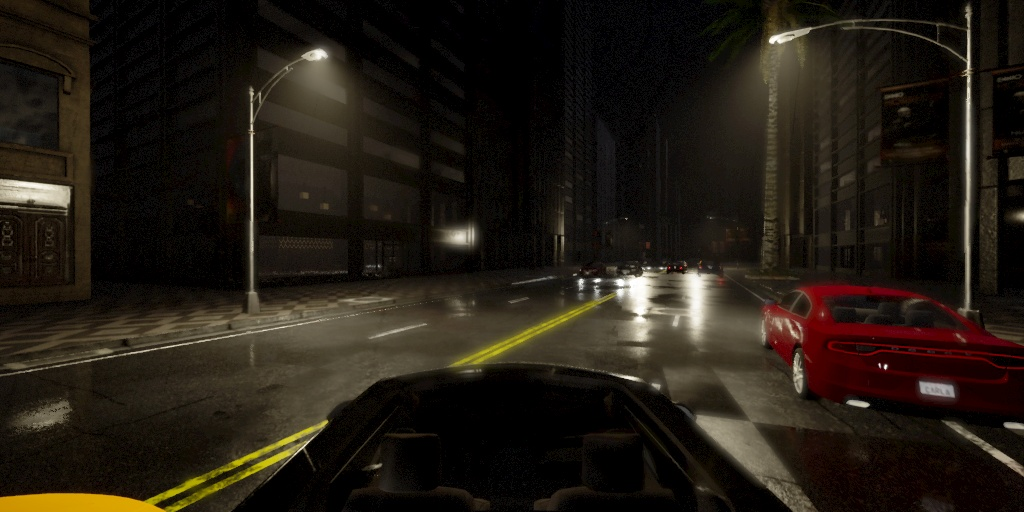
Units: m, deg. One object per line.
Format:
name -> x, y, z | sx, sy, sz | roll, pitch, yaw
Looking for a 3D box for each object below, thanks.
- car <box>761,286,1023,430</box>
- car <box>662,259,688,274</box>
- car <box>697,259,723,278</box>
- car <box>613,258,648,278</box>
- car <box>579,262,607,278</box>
car -> 5.516, 1.228, 5.895 | 1.882, 1.535, 5.008 | 0, 0, 27
car -> 18.667, 1.317, 40.788 | 2.033, 1.411, 5.357 | 0, 0, 27
car -> 19.304, 1.118, 34.965 | 2.097, 1.767, 4.553 | 0, 0, 27
car -> 11.012, 1.254, 33.462 | 2.128, 1.511, 4.902 | 0, 0, 27
car -> 7.856, 1.288, 34.431 | 1.812, 1.442, 4.674 | 0, 0, 27
